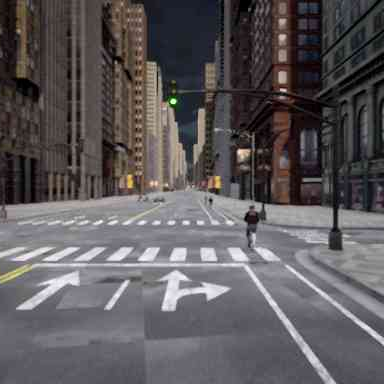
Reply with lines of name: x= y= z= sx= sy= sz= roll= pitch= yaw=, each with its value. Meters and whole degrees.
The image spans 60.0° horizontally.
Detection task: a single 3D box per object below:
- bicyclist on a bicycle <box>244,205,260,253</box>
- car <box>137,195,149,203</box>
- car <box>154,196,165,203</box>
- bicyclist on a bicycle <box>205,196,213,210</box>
bicyclist on a bicycle: x=2.261 y=1.370 z=12.759 sx=0.659 sy=1.776 sz=1.843 roll=1 pitch=-1 yaw=0
car: x=-9.733 y=1.433 z=66.424 sx=2.128 sy=1.511 sz=4.902 roll=0 pitch=0 yaw=0
car: x=-6.483 y=1.511 z=66.424 sx=1.994 sy=1.385 sz=4.181 roll=0 pitch=0 yaw=0
bicyclist on a bicycle: x=2.262 y=1.329 z=40.218 sx=0.659 sy=1.776 sz=1.843 roll=0 pitch=0 yaw=0
